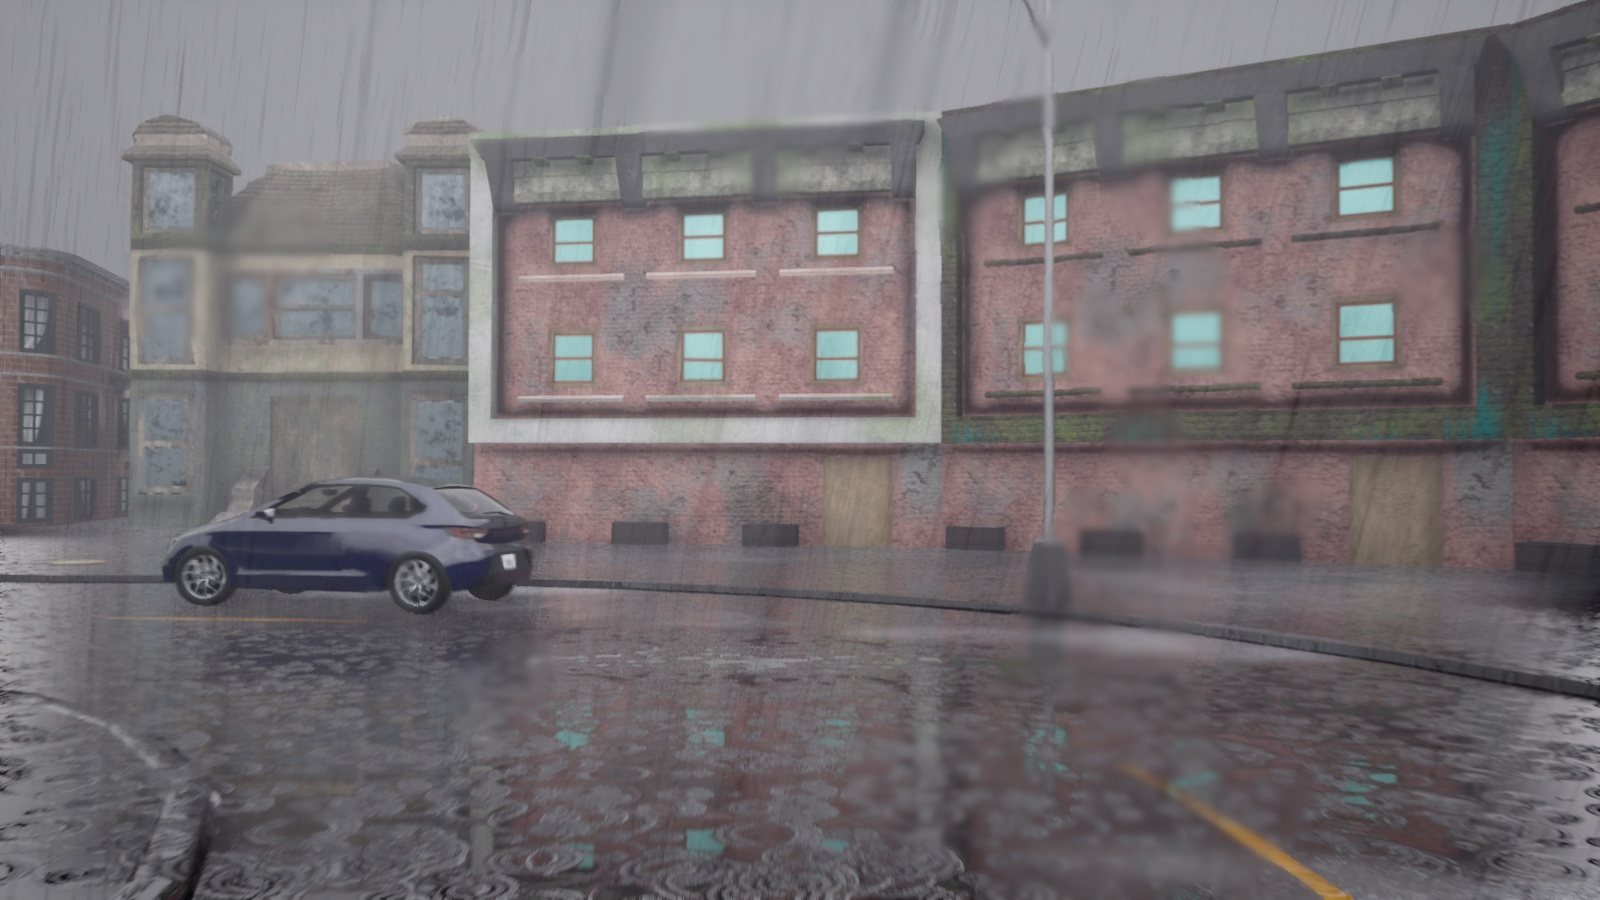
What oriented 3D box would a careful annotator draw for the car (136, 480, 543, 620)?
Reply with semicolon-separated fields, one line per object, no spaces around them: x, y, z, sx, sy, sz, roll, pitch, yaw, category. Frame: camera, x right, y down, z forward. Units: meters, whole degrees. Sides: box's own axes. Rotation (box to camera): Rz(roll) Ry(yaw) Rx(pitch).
-5.348;1.098;14.755;4.193;1.474;1.816;0;-1;15;car
